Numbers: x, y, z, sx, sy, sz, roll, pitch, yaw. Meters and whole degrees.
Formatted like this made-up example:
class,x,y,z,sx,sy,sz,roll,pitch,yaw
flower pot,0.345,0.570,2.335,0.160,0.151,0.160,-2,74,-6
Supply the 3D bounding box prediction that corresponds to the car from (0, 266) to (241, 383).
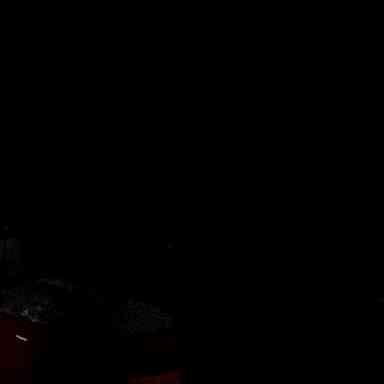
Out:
class,x,y,z,sx,sy,sz,roll,pitch,yaw
car,-1.449,1.617,4.113,4.206,1.307,1.802,-1,0,35
